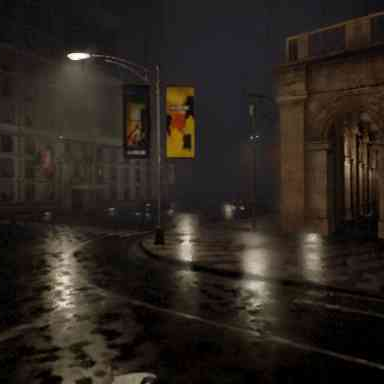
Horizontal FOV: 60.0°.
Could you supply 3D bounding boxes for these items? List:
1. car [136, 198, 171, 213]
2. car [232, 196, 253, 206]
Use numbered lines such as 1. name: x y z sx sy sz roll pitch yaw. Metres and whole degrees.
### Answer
1. car: -4.607 1.524 40.288 2.097 1.767 4.553 0 0 35
2. car: 8.981 1.522 59.105 2.097 1.767 4.553 0 0 36
